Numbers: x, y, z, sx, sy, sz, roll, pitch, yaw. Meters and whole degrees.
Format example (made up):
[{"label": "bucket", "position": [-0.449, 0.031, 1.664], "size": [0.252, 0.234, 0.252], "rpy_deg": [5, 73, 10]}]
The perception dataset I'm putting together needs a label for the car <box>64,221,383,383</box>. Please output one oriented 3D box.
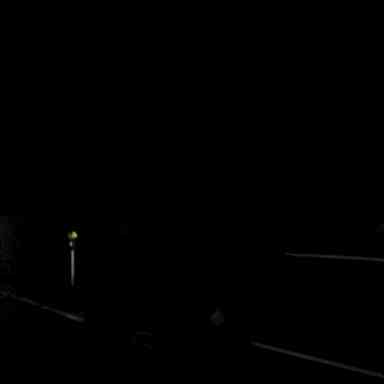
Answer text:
[{"label": "car", "position": [1.463, 1.229, 2.338], "size": [5.566, 2.045, 2.150], "rpy_deg": [0, 0, 36]}]
